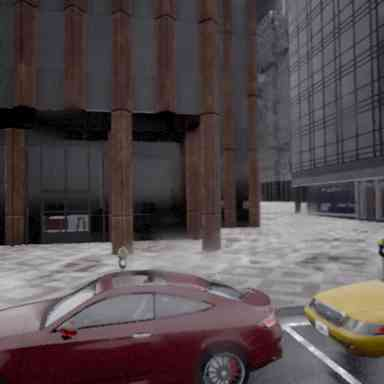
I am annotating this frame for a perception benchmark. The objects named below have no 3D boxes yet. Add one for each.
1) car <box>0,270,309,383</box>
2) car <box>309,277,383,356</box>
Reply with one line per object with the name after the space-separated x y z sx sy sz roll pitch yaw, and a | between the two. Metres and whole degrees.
-0.924 1.735 4.322 4.206 1.307 1.802 0 -2 -11 | car
4.254 1.638 5.290 4.829 1.417 1.752 0 -2 -11 | car
